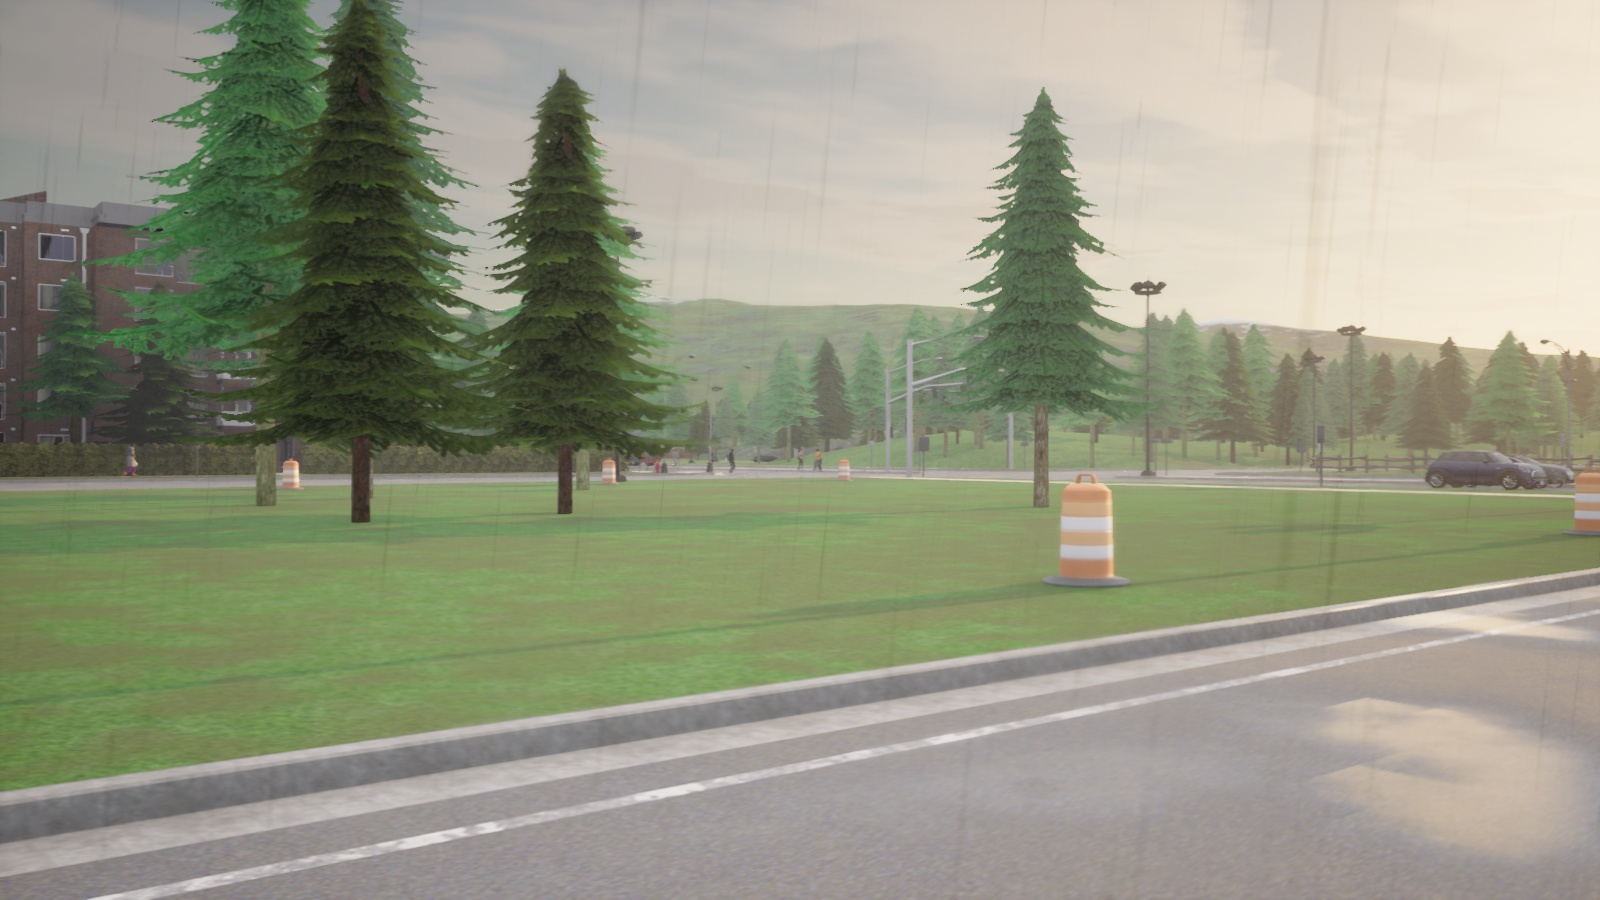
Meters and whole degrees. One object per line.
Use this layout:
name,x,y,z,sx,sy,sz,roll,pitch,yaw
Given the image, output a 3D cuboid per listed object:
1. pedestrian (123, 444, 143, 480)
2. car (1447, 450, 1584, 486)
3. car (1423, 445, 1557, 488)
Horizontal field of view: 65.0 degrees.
pedestrian,-36.138,0.648,68.057,0.873,1.952,0.659,0,0,-37
car,32.104,0.782,56.468,2.128,1.511,4.902,0,0,-37
car,29.597,0.683,53.984,2.097,1.767,4.553,0,0,-38
